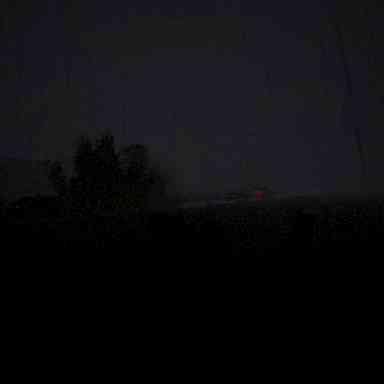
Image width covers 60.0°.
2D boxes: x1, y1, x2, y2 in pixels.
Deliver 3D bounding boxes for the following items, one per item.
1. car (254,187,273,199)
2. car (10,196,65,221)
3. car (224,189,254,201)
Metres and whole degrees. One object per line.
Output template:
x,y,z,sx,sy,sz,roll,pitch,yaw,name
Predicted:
12.216,0.079,57.509,2.150,2.045,5.566,1,2,32,car
-10.497,1.032,24.153,2.097,1.767,4.553,1,2,36,car
6.644,0.613,48.732,2.033,1.411,5.357,1,2,34,car
